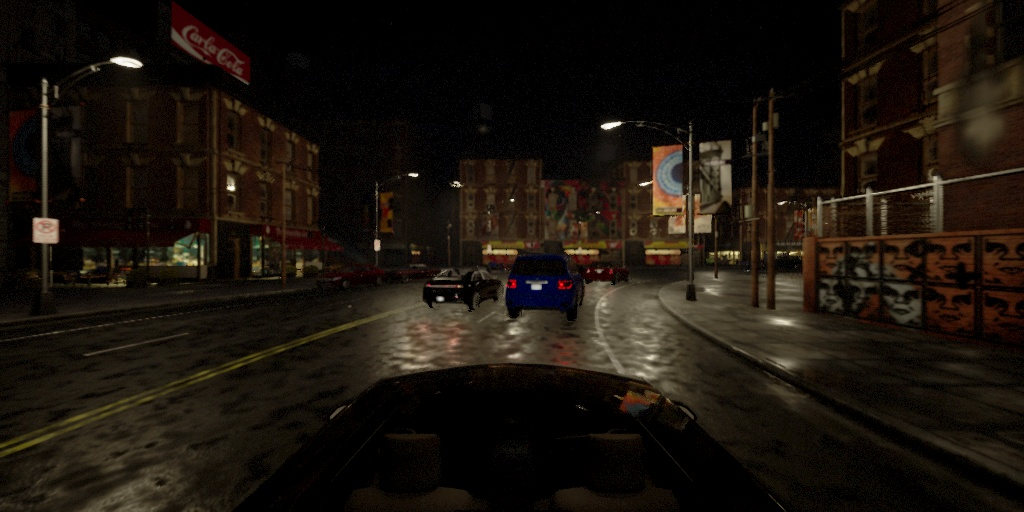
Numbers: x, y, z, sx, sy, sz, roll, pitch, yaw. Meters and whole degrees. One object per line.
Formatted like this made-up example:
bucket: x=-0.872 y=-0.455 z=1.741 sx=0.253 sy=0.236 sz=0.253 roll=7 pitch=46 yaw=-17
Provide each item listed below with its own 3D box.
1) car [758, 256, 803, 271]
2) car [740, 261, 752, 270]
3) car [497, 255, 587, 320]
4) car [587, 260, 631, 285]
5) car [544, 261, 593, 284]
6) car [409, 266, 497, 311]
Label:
car: x=36.749 y=0.962 z=48.507 sx=5.566 sy=2.045 sz=2.150 roll=0 pitch=0 yaw=-1
car: x=35.747 y=1.213 z=51.953 sx=5.008 sy=1.535 sz=1.882 roll=0 pitch=0 yaw=-1
car: x=1.348 y=0.968 z=12.820 sx=2.150 sy=2.045 sz=5.566 roll=0 pitch=0 yaw=14
car: x=7.049 y=1.092 z=25.984 sx=2.097 sy=1.767 sz=4.553 roll=0 pitch=0 yaw=33
car: x=4.604 y=1.216 z=28.618 sx=1.882 sy=1.535 sz=5.008 roll=0 pitch=0 yaw=34
car: x=-1.784 y=1.235 z=14.475 sx=2.128 sy=1.511 sz=4.902 roll=0 pitch=0 yaw=15
